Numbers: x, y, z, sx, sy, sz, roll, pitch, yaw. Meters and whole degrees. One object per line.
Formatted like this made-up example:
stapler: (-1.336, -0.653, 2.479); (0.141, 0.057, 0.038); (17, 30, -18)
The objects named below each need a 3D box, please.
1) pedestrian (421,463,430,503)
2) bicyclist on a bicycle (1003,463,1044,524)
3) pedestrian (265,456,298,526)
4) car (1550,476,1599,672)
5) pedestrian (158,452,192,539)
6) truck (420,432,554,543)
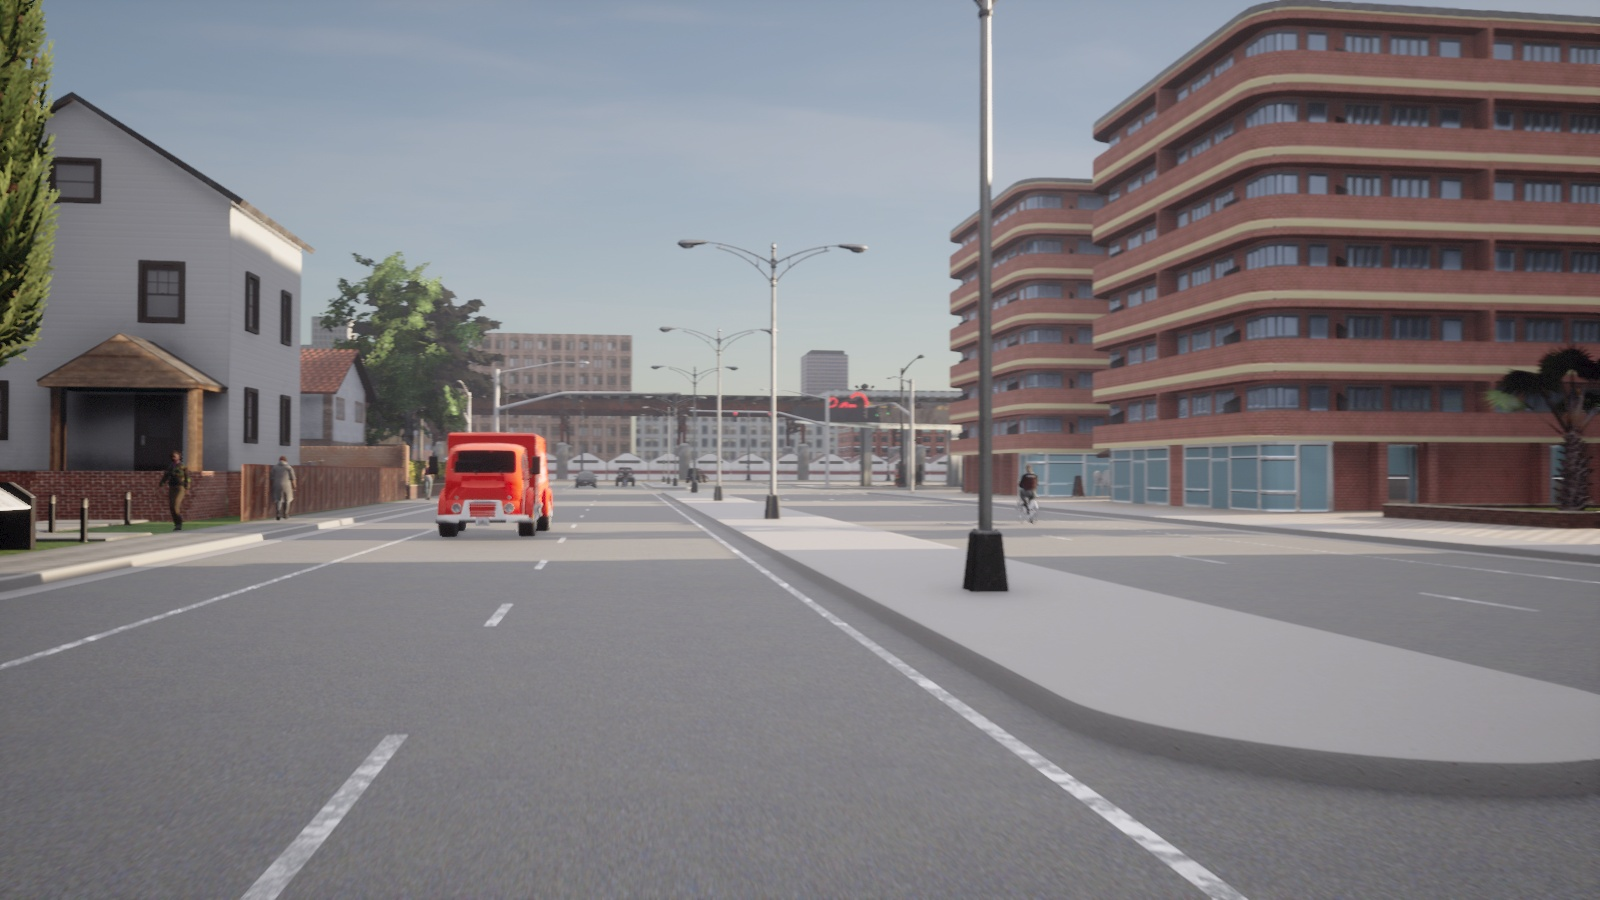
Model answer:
pedestrian: (-17.485, 1.544, 58.662); (0.345, 1.836, 0.594); (0, -1, -8)
bicyclist on a bicycle: (6.664, 1.279, 37.508); (0.659, 1.776, 1.843); (0, -1, -8)
pedestrian: (-14.605, 1.139, 35.386); (0.659, 1.952, 0.873); (0, -1, -8)
car: (7.454, 0.907, 7.838); (2.163, 1.488, 4.792); (0, -1, -9)
pedestrian: (-13.991, 1.014, 28.121); (0.395, 1.930, 0.692); (0, -1, 4)
truck: (-7.507, 0.881, 30.686); (2.627, 2.467, 5.204); (0, -1, -8)
